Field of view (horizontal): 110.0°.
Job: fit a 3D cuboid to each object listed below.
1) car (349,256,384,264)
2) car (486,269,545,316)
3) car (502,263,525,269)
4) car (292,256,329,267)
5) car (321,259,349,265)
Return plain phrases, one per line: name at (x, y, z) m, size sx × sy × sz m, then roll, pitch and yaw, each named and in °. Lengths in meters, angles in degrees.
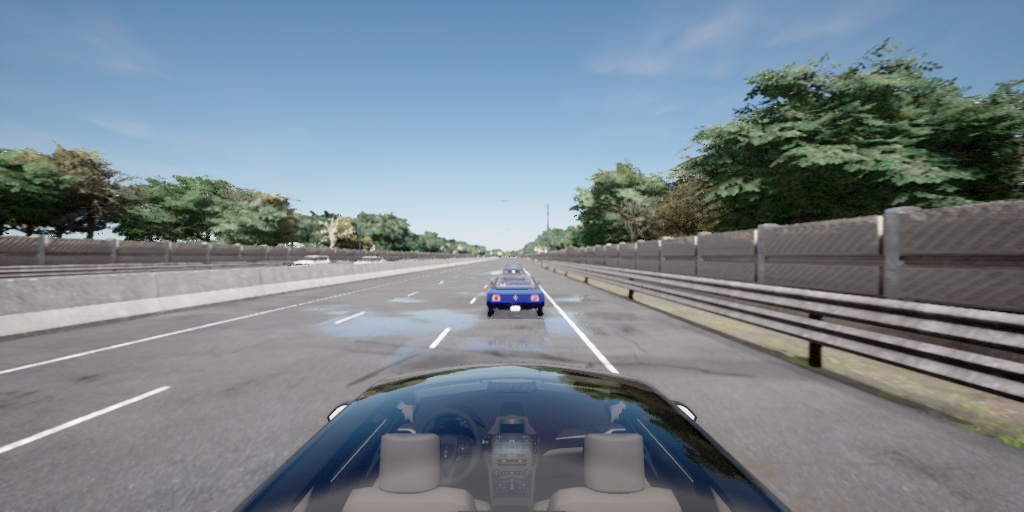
car at (-17.454, 1.045, 44.110) m, size 2.150 × 2.045 × 5.566 m, roll 0°, pitch 0°, yaw 0°
car at (0.113, 1.348, 13.414) m, size 1.895 × 1.301 × 4.718 m, roll 0°, pitch 0°, yaw 0°
car at (0.132, 1.299, 30.872) m, size 2.033 × 1.411 × 5.357 m, roll 0°, pitch 0°, yaw 0°
car at (-24.455, 0.971, 43.959) m, size 2.150 × 2.045 × 5.566 m, roll 0°, pitch 0°, yaw 0°
car at (-20.953, 1.386, 44.113) m, size 1.895 × 1.301 × 4.718 m, roll 0°, pitch 0°, yaw 0°
